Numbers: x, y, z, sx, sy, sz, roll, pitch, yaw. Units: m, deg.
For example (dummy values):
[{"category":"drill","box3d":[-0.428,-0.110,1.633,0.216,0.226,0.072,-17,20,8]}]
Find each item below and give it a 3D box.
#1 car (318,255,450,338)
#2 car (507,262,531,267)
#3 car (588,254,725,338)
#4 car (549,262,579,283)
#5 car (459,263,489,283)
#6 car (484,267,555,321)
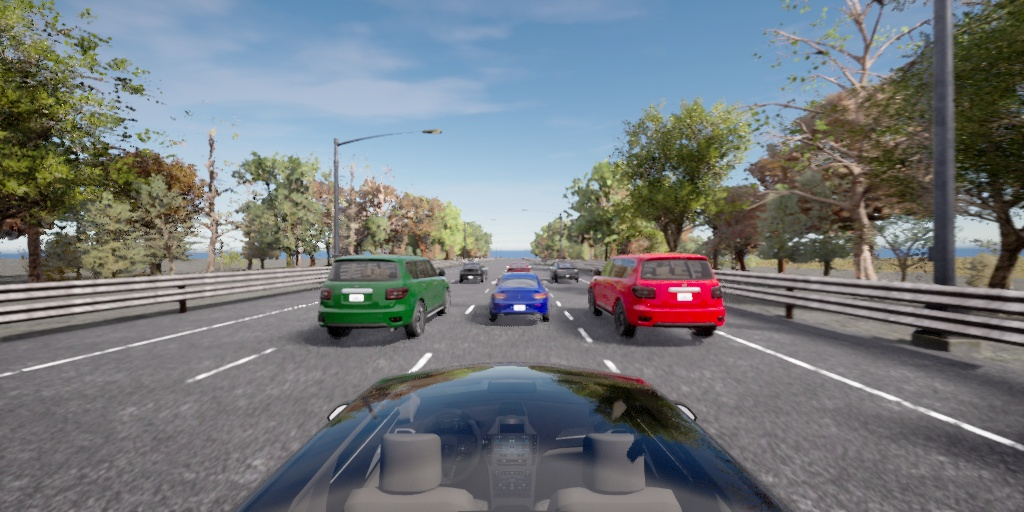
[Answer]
[{"category":"car","box3d":[-3.288,0.992,10.385,2.150,2.045,5.566,0,0,1]},{"category":"car","box3d":[0.573,1.242,29.759,1.882,1.535,5.008,0,0,1]},{"category":"car","box3d":[3.711,0.958,10.278,2.150,2.045,5.566,0,0,1]},{"category":"car","box3d":[4.041,1.238,28.091,2.128,1.511,4.902,0,0,1]},{"category":"car","box3d":[-2.956,1.285,28.316,1.837,1.490,4.892,0,0,1]},{"category":"car","box3d":[0.260,1.280,12.318,1.812,1.442,4.674,0,0,1]}]
